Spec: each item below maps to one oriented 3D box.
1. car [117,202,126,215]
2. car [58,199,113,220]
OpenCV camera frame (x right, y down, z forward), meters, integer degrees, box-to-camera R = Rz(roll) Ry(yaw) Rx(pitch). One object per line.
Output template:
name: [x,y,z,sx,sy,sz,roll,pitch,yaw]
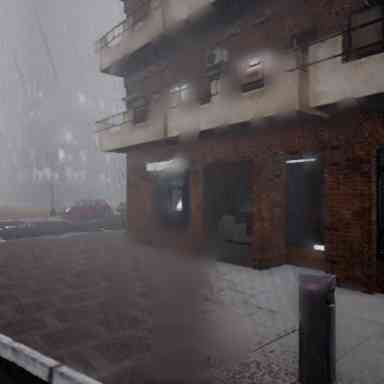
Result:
car: [-4.290,1.143,30.310,5.009,1.841,2.192,-1,1,-41]
car: [-8.548,1.319,26.604,4.097,1.590,1.967,-1,1,-41]
